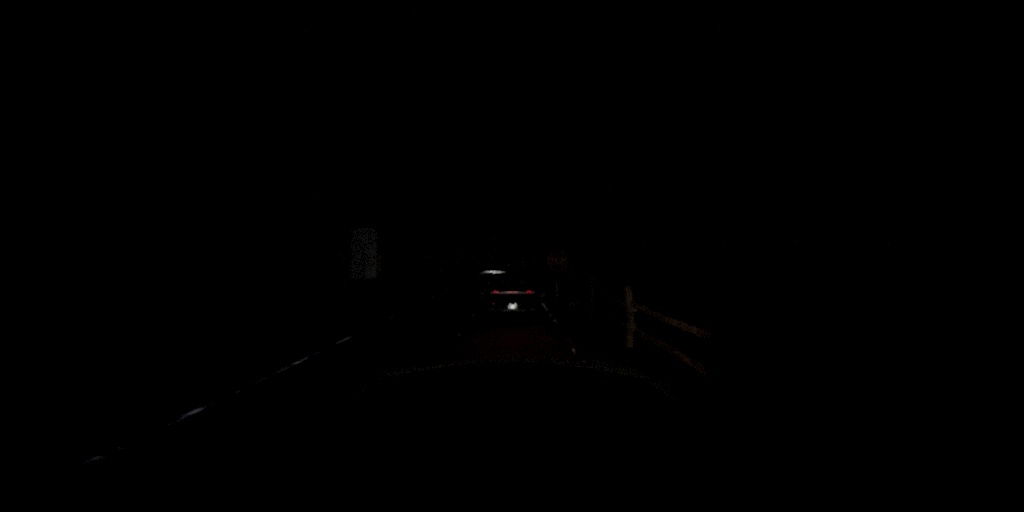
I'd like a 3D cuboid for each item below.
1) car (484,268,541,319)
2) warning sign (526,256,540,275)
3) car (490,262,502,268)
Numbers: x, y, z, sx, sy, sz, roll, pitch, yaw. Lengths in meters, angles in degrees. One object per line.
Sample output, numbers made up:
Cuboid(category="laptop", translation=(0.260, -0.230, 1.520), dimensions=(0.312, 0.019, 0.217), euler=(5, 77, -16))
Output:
Cuboid(category="car", translation=(0.036, 1.349, 13.304), dimensions=(2.128, 1.511, 4.902), euler=(0, -1, 0))
Cuboid(category="warning sign", translation=(2.451, 1.205, 40.062), dimensions=(1.300, 1.860, 1.060), euler=(0, 0, 0))
Cuboid(category="car", translation=(-2.785, 1.759, 62.496), dimensions=(2.128, 1.511, 4.902), euler=(0, 0, 1))
